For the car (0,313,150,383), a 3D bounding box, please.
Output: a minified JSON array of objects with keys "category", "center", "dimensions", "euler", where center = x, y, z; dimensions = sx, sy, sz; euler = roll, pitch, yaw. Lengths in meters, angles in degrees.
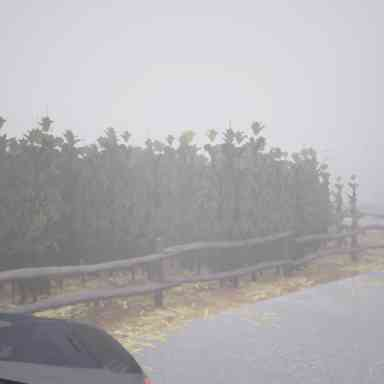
[{"category":"car","center":[-2.265,1.559,1.871],"dimensions":[4.181,1.385,1.994],"euler":[0,0,-35]}]
